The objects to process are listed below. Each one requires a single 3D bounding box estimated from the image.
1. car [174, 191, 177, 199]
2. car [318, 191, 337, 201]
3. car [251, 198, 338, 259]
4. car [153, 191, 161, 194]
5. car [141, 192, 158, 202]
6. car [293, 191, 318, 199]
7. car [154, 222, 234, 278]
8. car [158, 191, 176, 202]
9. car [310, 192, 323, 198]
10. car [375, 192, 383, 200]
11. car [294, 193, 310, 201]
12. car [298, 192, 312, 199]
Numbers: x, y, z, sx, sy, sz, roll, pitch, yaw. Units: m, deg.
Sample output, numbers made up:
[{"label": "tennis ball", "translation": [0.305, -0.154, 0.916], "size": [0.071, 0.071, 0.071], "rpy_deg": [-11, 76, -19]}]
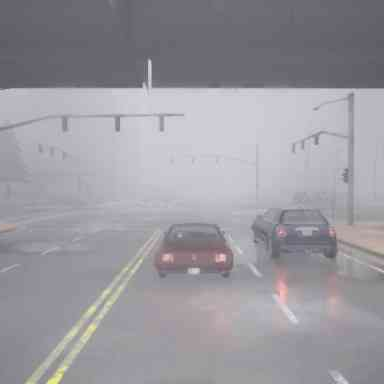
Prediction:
[{"label": "car", "translation": [-4.574, 0.709, 76.016], "size": [2.150, 2.045, 5.566], "rpy_deg": [0, 0, 0]}, {"label": "car", "translation": [19.541, 0.819, 49.670], "size": [1.905, 1.878, 3.866], "rpy_deg": [0, 0, 0]}, {"label": "car", "translation": [3.579, 1.268, 12.431], "size": [2.097, 1.767, 4.553], "rpy_deg": [0, 0, 0]}, {"label": "car", "translation": [-8.076, 0.708, 76.245], "size": [2.150, 2.045, 5.566], "rpy_deg": [0, 0, 0]}, {"label": "car", "translation": [-8.002, 1.138, 60.388], "size": [2.033, 1.411, 5.357], "rpy_deg": [0, 0, 0]}, {"label": "car", "translation": [16.646, 0.815, 49.716], "size": [1.932, 1.855, 4.605], "rpy_deg": [0, 0, 0]}, {"label": "car", "translation": [0.068, 1.533, 9.912], "size": [1.895, 1.301, 4.718], "rpy_deg": [0, 0, 0]}, {"label": "car", "translation": [-4.513, 1.093, 60.517], "size": [1.837, 1.490, 4.892], "rpy_deg": [0, 1, 0]}, {"label": "car", "translation": [30.813, 0.805, 82.273], "size": [1.784, 1.438, 3.905], "rpy_deg": [0, 0, 0]}, {"label": "car", "translation": [39.091, 0.696, 67.285], "size": [1.932, 1.855, 4.605], "rpy_deg": [0, 0, 0]}, {"label": "car", "translation": [22.194, 0.939, 67.147], "size": [1.970, 1.475, 3.806], "rpy_deg": [0, 0, 0]}, {"label": "car", "translation": [27.918, 0.837, 82.265], "size": [1.970, 1.475, 3.806], "rpy_deg": [0, 0, 0]}]
